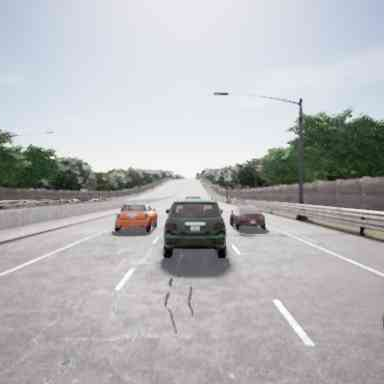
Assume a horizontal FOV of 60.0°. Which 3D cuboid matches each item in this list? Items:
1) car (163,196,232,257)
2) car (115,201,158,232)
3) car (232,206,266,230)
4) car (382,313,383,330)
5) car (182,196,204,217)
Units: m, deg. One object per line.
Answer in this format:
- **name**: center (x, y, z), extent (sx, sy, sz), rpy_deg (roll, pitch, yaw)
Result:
- **car**: center (0.101, 1.272, 13.258), extent (2.150, 2.045, 5.566), rpy_deg (0, 0, 0)
- **car**: center (-3.398, 1.449, 21.050), extent (2.097, 1.767, 4.553), rpy_deg (0, 0, 0)
- **car**: center (3.602, 1.628, 21.954), extent (1.812, 1.442, 4.674), rpy_deg (0, 0, 0)
- **car**: center (3.601, 1.533, 2.764), extent (1.812, 1.442, 4.674), rpy_deg (0, 0, 0)
- **car**: center (0.102, 1.413, 34.726), extent (2.150, 2.045, 5.566), rpy_deg (0, 0, 0)
